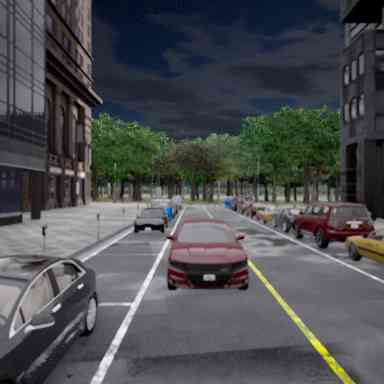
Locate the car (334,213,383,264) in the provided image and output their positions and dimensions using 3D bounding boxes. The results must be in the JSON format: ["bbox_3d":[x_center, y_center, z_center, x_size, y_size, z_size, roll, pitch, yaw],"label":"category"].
[{"bbox_3d":[6.123,1.565,9.639,1.752,1.417,4.829,0,0,0],"label":"car"}]

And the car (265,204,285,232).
[{"bbox_3d":[6.126,1.635,20.344,2.008,1.369,4.403,0,0,0],"label":"car"}]

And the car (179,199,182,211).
[{"bbox_3d":[-2.396,1.720,36.659,1.947,1.339,4.313,0,0,0],"label":"car"}]

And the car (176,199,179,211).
[{"bbox_3d":[-2.397,1.655,31.052,1.752,1.417,4.829,0,0,0],"label":"car"}]

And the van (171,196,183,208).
[{"bbox_3d":[-2.392,1.569,52.973,1.690,1.788,3.998,0,0,0],"label":"van"}]

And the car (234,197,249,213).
[{"bbox_3d":[6.129,1.595,36.657,1.967,1.590,4.097,0,0,0],"label":"car"}]

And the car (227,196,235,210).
[{"bbox_3d":[6.130,1.494,42.096,2.192,1.841,5.009,0,0,0],"label":"car"}]

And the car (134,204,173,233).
[{"bbox_3d":[-2.400,1.650,20.346,1.947,1.339,4.313,0,0,0],"label":"car"}]

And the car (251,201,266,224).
[{"bbox_3d":[6.127,1.633,25.952,1.752,1.417,4.829,0,0,0],"label":"car"}]

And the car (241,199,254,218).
[{"bbox_3d":[6.128,1.675,31.220,1.887,1.381,4.507,0,0,0],"label":"car"}]

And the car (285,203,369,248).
[{"bbox_3d":[6.124,1.376,14.908,2.192,1.841,5.009,0,0,0],"label":"car"}]

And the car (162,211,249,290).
[{"bbox_3d":[0.362,1.516,9.405,1.882,1.535,5.008,0,0,0],"label":"car"}]

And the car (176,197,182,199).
[{"bbox_3d":[-2.395,1.703,41.927,1.752,1.417,4.829,0,0,0],"label":"car"}]

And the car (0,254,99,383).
[{"bbox_3d":[-2.403,1.567,4.034,2.008,1.369,4.403,0,0,0],"label":"car"}]

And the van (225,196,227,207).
[{"bbox_3d":[6.132,1.545,47.533,1.690,1.788,3.998,0,0,0],"label":"van"}]

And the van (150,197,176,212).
[{"bbox_3d":[-2.399,1.448,25.785,1.690,1.788,3.998,0,0,0],"label":"van"}]
